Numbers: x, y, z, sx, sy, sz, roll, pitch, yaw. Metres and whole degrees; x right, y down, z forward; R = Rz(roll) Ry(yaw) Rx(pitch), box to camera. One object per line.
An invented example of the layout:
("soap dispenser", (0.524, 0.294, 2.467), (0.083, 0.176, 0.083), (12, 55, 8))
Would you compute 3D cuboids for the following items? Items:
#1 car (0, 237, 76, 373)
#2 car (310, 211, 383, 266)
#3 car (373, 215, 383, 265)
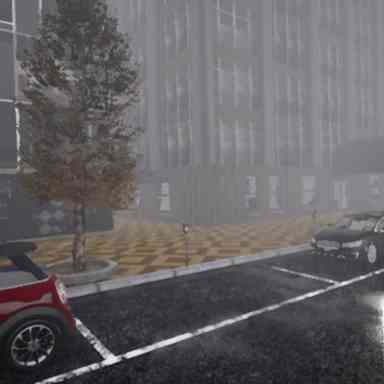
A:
("car", (-3.676, 1.455, 3.941), (4.097, 1.590, 1.967), (-2, 0, -36))
("car", (5.553, 1.323, 10.577), (4.403, 1.369, 2.008), (-2, 0, -36))
("car", (6.646, 1.289, 8.164), (4.892, 1.490, 1.837), (-1, 1, -36))
